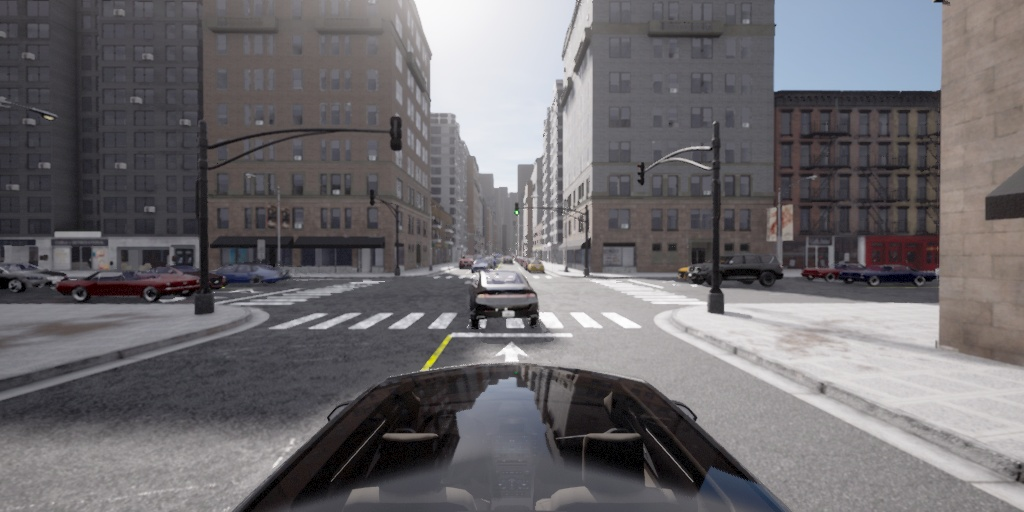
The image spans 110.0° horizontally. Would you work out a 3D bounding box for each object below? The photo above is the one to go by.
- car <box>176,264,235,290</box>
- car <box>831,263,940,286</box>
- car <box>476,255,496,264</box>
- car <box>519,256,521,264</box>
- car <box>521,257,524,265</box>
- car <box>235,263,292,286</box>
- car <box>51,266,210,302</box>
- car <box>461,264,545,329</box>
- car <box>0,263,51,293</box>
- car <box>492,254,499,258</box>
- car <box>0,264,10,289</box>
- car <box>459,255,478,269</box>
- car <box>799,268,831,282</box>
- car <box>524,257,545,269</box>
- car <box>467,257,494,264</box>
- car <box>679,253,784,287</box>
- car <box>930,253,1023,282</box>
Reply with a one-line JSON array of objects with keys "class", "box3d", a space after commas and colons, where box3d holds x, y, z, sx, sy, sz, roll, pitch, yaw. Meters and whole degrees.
[{"class": "car", "box3d": [-17.717, 1.197, 19.052, 4.181, 1.385, 1.994, 0, 0, -1]}, {"class": "car", "box3d": [23.908, 1.221, 23.063, 4.718, 1.301, 1.895, 0, 0, -1]}, {"class": "car", "box3d": [-3.491, 0.987, 48.746, 1.837, 1.490, 4.892, 0, 0, -1]}, {"class": "car", "box3d": [2.411, 1.025, 49.770, 2.007, 1.370, 4.403, 0, 0, -1]}, {"class": "car", "box3d": [2.497, 0.948, 44.245, 1.967, 1.591, 4.097, 0, 0, -1]}, {"class": "car", "box3d": [-17.120, 1.153, 22.778, 5.357, 1.411, 2.033, 0, 0, -5]}, {"class": "car", "box3d": [-16.624, 1.264, 15.806, 4.718, 1.301, 1.895, 0, 0, -1]}, {"class": "car", "box3d": [-0.432, 1.191, 11.192, 2.128, 1.511, 4.902, 0, 0, -8]}, {"class": "car", "box3d": [-26.533, 1.100, 18.928, 4.902, 1.511, 2.128, 0, 0, -1]}, {"class": "car", "box3d": [-3.593, 0.895, 59.137, 1.882, 1.535, 5.008, 0, 0, -1]}, {"class": "car", "box3d": [-26.207, 1.183, 15.682, 5.357, 1.411, 2.033, 0, 0, -1]}, {"class": "car", "box3d": [-6.113, 0.791, 49.638, 2.192, 1.841, 5.009, 0, 0, -1]}, {"class": "car", "box3d": [24.094, 1.195, 26.315, 4.718, 1.301, 1.895, 0, 0, -1]}, {"class": "car", "box3d": [2.581, 1.066, 38.890, 1.751, 1.417, 4.829, 0, 0, -1]}, {"class": "car", "box3d": [-3.376, 1.087, 39.048, 2.033, 1.411, 5.357, 0, 0, -1]}, {"class": "car", "box3d": [14.140, 0.848, 22.929, 5.566, 2.045, 2.150, 0, 0, -1]}, {"class": "car", "box3d": [34.834, 0.809, 26.446, 5.566, 2.045, 2.150, 0, 0, -1]}]
